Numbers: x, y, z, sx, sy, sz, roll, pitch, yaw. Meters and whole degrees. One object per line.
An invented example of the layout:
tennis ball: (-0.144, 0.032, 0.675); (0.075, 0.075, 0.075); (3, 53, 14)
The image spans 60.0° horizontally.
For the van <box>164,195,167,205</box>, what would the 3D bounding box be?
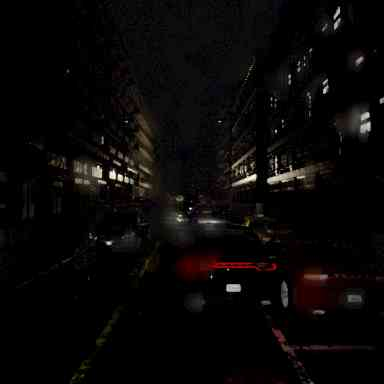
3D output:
van: (-5.362, 1.441, 51.780); (1.690, 1.788, 3.998); (1, 0, 0)

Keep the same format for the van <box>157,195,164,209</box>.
van: (-5.354, 1.423, 46.248); (1.690, 1.788, 3.998); (2, 0, 0)

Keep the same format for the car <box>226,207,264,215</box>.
car: (2.567, 1.538, 13.184); (1.752, 1.417, 4.829); (1, 0, 0)

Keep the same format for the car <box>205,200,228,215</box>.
car: (2.536, 1.604, 35.136); (2.008, 1.369, 4.403); (1, 0, 0)

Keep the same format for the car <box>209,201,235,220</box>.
car: (2.544, 1.587, 29.605); (1.887, 1.381, 4.507); (1, 0, 0)

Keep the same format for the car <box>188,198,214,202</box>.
car: (0.792, 1.486, 24.344); (1.801, 1.575, 5.366); (0, 0, 0)

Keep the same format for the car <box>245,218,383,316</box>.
car: (2.574, 1.551, 7.482); (1.887, 1.381, 4.507); (1, 0, 0)

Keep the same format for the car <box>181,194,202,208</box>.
car: (-0.053, 1.299, 44.950); (2.150, 2.045, 5.566); (0, 0, 0)

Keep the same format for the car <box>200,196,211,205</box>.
car: (2.508, 1.579, 62.790); (1.967, 1.590, 4.097); (1, 0, 0)

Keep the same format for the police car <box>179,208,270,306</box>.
police car: (0.698, 1.432, 8.255); (1.930, 1.638, 5.238); (0, 0, 0)

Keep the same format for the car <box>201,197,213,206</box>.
car: (2.506, 1.663, 57.258); (1.887, 1.381, 4.507); (1, 0, 0)

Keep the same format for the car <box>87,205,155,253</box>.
car: (-2.868, 1.518, 13.897); (1.837, 1.490, 4.892); (0, 0, 0)

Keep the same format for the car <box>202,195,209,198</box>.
car: (2.514, 1.644, 51.728); (1.887, 1.381, 4.507); (1, 0, 0)

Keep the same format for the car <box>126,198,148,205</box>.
car: (-5.336, 1.567, 29.487); (1.752, 1.417, 4.829); (2, 0, 0)

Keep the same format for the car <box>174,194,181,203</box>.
car: (-2.856, 1.553, 78.110); (2.097, 1.767, 4.553); (0, 0, 0)

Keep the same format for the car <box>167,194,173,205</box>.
car: (-5.376, 1.454, 62.841); (2.192, 1.841, 5.009); (1, 0, 0)

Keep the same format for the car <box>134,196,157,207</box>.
car: (-5.338, 1.369, 35.189); (2.192, 1.841, 5.009); (2, 0, 0)

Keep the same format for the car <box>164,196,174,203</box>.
car: (-5.405, 1.774, 79.432); (1.947, 1.339, 4.313); (1, 0, 0)

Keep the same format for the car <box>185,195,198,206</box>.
car: (-0.080, 1.476, 58.843); (2.097, 1.767, 4.553); (0, 0, 0)

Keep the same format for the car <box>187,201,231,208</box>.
car: (0.800, 1.498, 18.150); (1.882, 1.535, 5.008); (0, 0, 0)

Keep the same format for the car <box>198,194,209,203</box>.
car: (2.454, 1.498, 73.852); (2.192, 1.841, 5.009); (1, 0, 0)
